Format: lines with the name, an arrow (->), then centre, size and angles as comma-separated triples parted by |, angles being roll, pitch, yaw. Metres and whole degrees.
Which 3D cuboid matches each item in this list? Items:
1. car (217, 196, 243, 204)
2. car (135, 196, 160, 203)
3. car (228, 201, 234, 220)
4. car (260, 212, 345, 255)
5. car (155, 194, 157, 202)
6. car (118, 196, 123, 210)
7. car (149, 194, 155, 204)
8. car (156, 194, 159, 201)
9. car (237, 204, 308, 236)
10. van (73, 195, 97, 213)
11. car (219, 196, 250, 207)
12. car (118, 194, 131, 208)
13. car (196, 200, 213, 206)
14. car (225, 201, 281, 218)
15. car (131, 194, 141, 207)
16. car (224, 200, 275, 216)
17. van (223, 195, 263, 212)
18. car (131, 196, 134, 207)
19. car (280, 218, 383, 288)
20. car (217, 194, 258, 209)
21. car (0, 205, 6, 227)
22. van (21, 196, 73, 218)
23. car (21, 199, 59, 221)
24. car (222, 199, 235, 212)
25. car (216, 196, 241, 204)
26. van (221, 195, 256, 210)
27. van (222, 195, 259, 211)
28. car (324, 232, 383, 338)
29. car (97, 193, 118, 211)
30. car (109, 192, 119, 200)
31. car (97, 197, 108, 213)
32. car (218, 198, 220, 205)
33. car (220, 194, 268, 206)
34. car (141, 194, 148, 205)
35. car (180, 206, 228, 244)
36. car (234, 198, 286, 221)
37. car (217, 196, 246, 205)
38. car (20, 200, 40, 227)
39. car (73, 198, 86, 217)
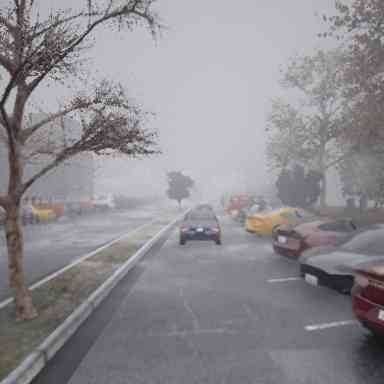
car -> 7.804, 1.713, 68.706 | 4.892, 1.521, 2.231 | 1, 0, -17
car -> -10.146, 1.710, 75.559 | 5.366, 1.575, 1.946 | -1, 0, -17
car -> 5.394, 1.562, 22.887 | 4.892, 1.521, 2.231 | 1, 0, -17
car -> 5.010, 1.553, 11.049 | 4.792, 1.488, 2.163 | 1, 0, -18
car -> -10.316, 1.753, 69.584 | 4.674, 1.452, 2.002 | -1, -1, -17
car -> -11.815, 1.622, 42.541 | 5.008, 1.535, 2.097 | -1, -1, -17
car -> -10.494, 1.706, 66.564 | 5.008, 1.535, 2.097 | -1, -1, -17
car -> -10.170, 1.464, 72.582 | 5.566, 2.045, 2.435 | -1, 0, -17
car -> 5.151, 1.542, 16.959 | 5.008, 1.535, 2.097 | 1, 0, -18
van -> -12.187, 1.363, 33.574 | 4.442, 1.987, 1.878 | -1, -1, -17
car -> 7.067, 1.543, 55.567 | 4.553, 1.767, 2.185 | 1, 0, -17
car -> -11.679, 1.381, 45.528 | 5.566, 2.045, 2.435 | -1, 0, -17
car -> 1.419, 1.654, 37.753 | 1.812, 1.442, 4.674 | 0, 0, 3
car -> 5.811, 1.619, 31.780 | 4.792, 1.488, 2.163 | 1, 0, -17
car -> -11.306, 1.401, 51.558 | 5.566, 2.045, 2.435 | -1, -1, -17
car -> 6.021, 1.630, 34.776 | 4.792, 1.488, 2.163 | 1, 0, -17
van -> 6.201, 1.392, 40.671 | 4.442, 1.987, 1.878 | 1, 0, -17
car -> -11.461, 1.672, 48.553 | 4.792, 1.488, 2.163 | -1, -1, -17
car -> 4.887, 1.543, 8.057 | 4.792, 1.488, 2.163 | 1, 0, -19
car -> 6.810, 1.398, 49.638 | 5.566, 2.045, 2.435 | 1, 0, -17
car -> -13.007, 1.537, 18.482 | 4.892, 1.521, 2.231 | -1, 0, -18
van -> -12.499, 1.342, 27.557 | 4.442, 1.987, 1.878 | -1, -1, -17
car -> -12.930, 1.558, 24.447 | 5.366, 1.575, 1.946 | -1, 0, -17
car -> 5.362, 1.565, 25.794 | 5.366, 1.575, 1.946 | 1, 0, -17
car -> 8.001, 1.724, 72.094 | 4.892, 1.521, 2.231 | 1, 0, -17
van -> 6.513, 1.412, 46.619 | 4.442, 1.987, 1.878 | 1, 0, -17
van -> 6.357, 1.402, 43.646 | 4.442, 1.987, 1.878 | 1, 0, -17
car -> 4.862, 1.504, 5.112 | 5.008, 1.535, 2.097 | 1, 0, -19
car -> -12.001, 1.361, 39.528 | 5.566, 2.045, 2.435 | -1, 0, -17
car -> -21.756, 1.222, 92.842 | 2.435, 2.045, 5.566 | 1, -1, -16
car -> -12.137, 1.601, 36.539 | 5.008, 1.535, 2.097 | -1, -1, -17
car -> 5.973, 1.604, 37.680 | 5.366, 1.575, 1.946 | 1, 0, -17
car -> 5.713, 1.329, 28.834 | 5.566, 2.045, 2.435 | 1, 0, -17
car -> -10.980, 1.422, 57.563 | 5.566, 2.045, 2.435 | -1, -1, -17
car -> 0.414, 1.603, 16.073 | 2.033, 1.411, 5.357 | 0, 0, 2
car -> 5.245, 1.425, 19.914 | 4.553, 1.767, 2.185 | 1, 0, -18
car -> 7.801, 1.701, 65.376 | 5.366, 1.575, 1.946 | 1, 0, -17
car -> -12.903, 1.547, 21.499 | 5.008, 1.535, 2.097 | -1, -1, -18
car -> -12.480, 1.610, 30.515 | 4.792, 1.488, 2.163 | -1, 0, -17
